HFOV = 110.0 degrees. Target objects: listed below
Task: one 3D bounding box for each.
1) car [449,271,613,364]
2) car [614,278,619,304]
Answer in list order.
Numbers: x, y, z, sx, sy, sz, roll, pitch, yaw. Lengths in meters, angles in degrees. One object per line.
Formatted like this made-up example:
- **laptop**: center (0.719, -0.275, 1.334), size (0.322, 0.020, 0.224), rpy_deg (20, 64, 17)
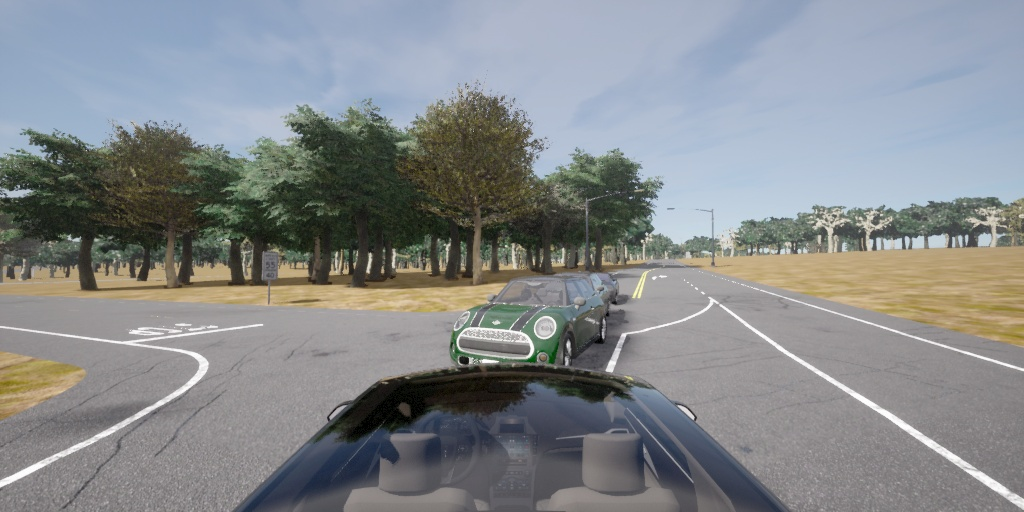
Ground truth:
- **car**: center (0.627, 1.217, 7.763), size (2.097, 1.767, 4.553), rpy_deg (-1, -2, 26)
- **car**: center (4.236, 1.508, 17.800), size (1.994, 1.385, 4.181), rpy_deg (-1, 0, 19)
